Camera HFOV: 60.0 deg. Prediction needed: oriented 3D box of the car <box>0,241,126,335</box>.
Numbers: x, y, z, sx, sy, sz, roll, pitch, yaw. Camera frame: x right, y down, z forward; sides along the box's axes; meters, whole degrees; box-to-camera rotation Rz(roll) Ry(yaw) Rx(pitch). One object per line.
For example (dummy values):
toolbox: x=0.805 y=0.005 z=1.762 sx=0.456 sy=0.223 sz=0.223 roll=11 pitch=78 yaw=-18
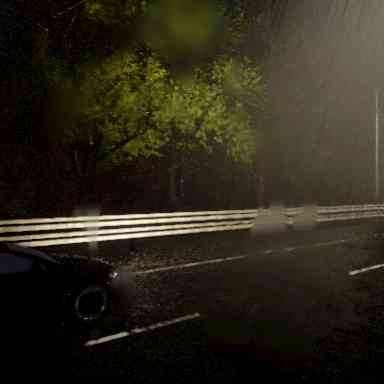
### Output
car: x=-3.290 y=1.565 z=5.712 sx=4.181 sy=1.385 sz=1.994 roll=0 pitch=0 yaw=-36
